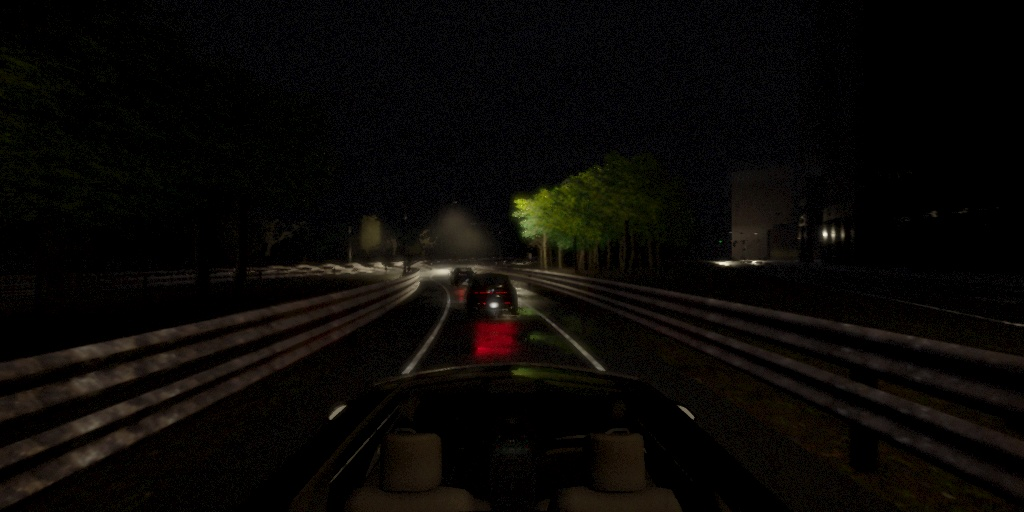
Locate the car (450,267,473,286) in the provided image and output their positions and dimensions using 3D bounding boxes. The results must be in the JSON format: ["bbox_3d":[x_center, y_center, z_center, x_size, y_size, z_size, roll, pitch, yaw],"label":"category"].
[{"bbox_3d":[-4.014,1.660,29.747,2.128,1.511,4.902,0,-1,-16],"label":"car"}]

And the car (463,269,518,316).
[{"bbox_3d":[-0.929,1.447,14.590,1.837,1.490,4.892,0,0,-8],"label":"car"}]
